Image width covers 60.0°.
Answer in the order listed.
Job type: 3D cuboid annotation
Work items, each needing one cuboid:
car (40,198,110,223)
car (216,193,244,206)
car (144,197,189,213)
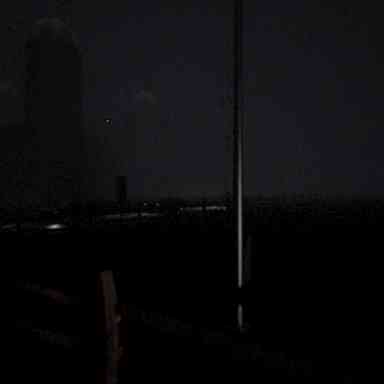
[{"bbox_3d":[-8.126,1.190,23.521,1.882,1.535,5.008,1,2,35],"label":"car"},{"bbox_3d":[4.762,0.888,41.812,2.128,1.511,4.902,1,1,35],"label":"car"},{"bbox_3d":[-2.409,1.171,31.645,1.895,1.301,4.718,1,2,35],"label":"car"}]
